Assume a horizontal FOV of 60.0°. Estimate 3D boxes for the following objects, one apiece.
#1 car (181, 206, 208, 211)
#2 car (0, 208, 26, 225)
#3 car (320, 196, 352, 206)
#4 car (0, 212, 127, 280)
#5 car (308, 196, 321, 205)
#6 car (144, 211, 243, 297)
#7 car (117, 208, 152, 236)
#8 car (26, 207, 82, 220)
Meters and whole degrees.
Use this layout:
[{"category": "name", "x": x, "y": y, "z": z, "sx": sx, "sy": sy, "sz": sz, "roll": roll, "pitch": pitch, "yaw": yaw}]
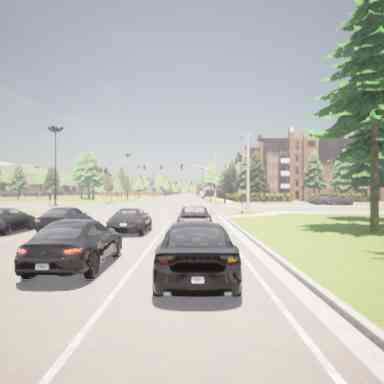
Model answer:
[{"category": "car", "x": 0.124, "y": 1.501, "z": 18.011, "sx": 2.128, "sy": 1.511, "sz": 4.902, "roll": 0, "pitch": 0, "yaw": 0}, {"category": "car", "x": -10.376, "y": 1.573, "z": 18.468, "sx": 1.994, "sy": 1.385, "sz": 4.181, "roll": 0, "pitch": 0, "yaw": 0}, {"category": "car", "x": 23.477, "y": 1.591, "z": 53.495, "sx": 4.181, "sy": 1.385, "sz": 1.994, "roll": 0, "pitch": 0, "yaw": 0}, {"category": "car", "x": -3.388, "y": 1.531, "z": 9.826, "sx": 1.812, "sy": 1.442, "sz": 4.674, "roll": 0, "pitch": 0, "yaw": 0}, {"category": "car", "x": 23.412, "y": 1.577, "z": 56.991, "sx": 5.357, "sy": 1.411, "sz": 2.033, "roll": 0, "pitch": 0, "yaw": 0}, {"category": "car", "x": 0.111, "y": 1.482, "z": 8.645, "sx": 1.882, "sy": 1.535, "sz": 5.008, "roll": 0, "pitch": 0, "yaw": 0}, {"category": "car", "x": -3.377, "y": 1.573, "z": 18.346, "sx": 1.994, "sy": 1.385, "sz": 4.181, "roll": 0, "pitch": 0, "yaw": 0}, {"category": "car", "x": -6.878, "y": 1.535, "z": 18.160, "sx": 1.812, "sy": 1.442, "sz": 4.674, "roll": 0, "pitch": 0, "yaw": 0}]
